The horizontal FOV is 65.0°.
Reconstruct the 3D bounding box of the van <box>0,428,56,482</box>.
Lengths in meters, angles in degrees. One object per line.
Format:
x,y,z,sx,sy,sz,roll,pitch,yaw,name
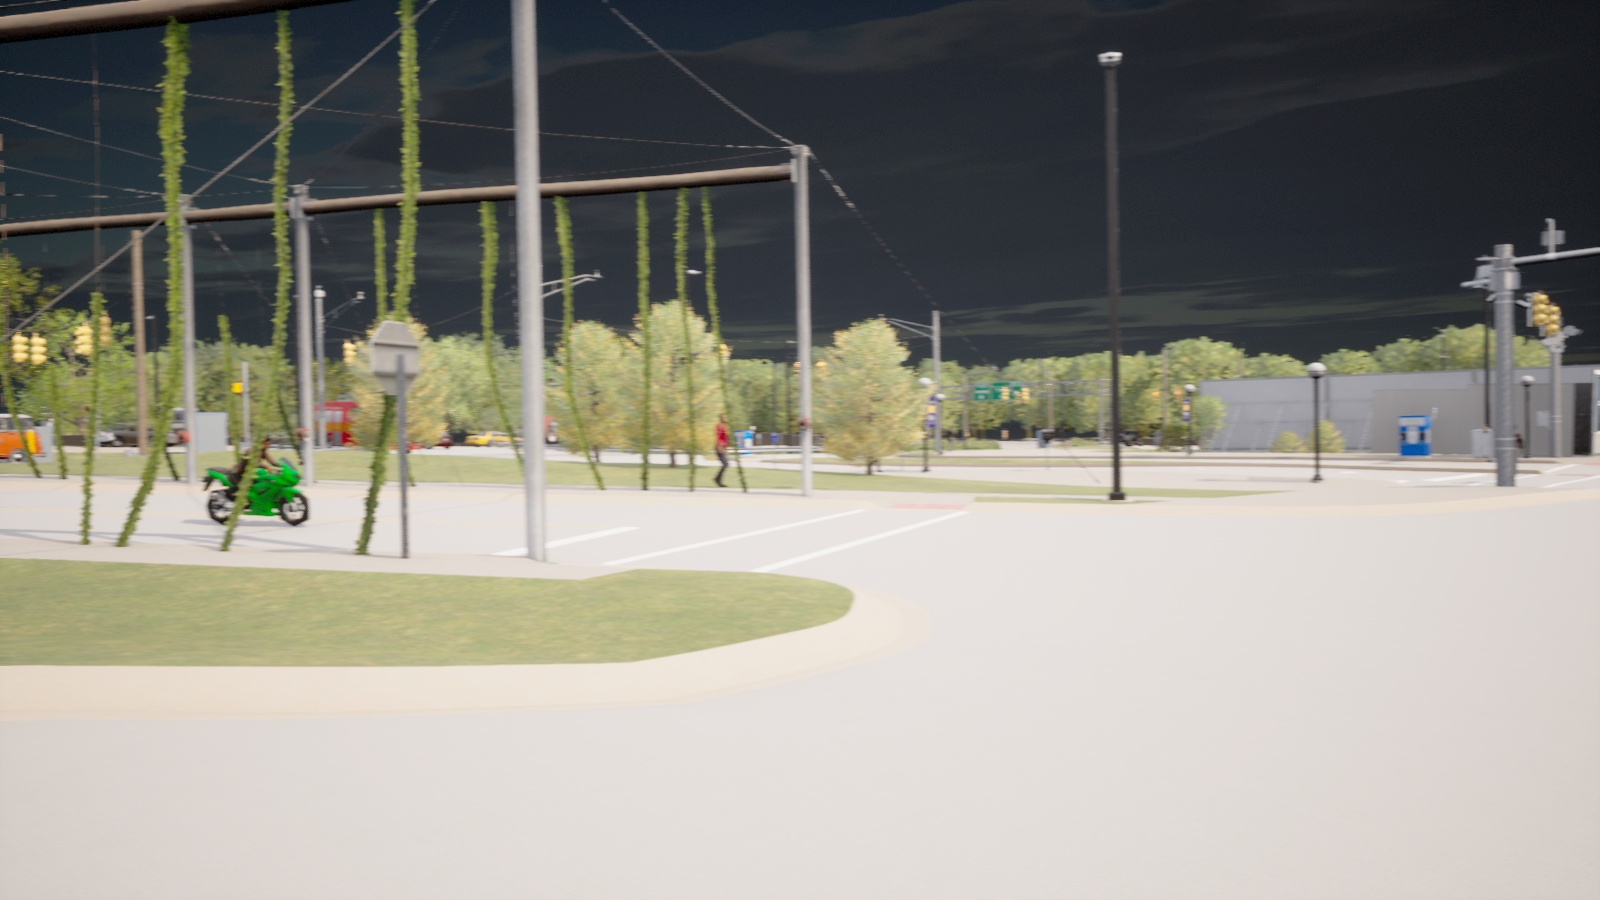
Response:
-30.271,0.190,46.397,1.775,1.987,4.442,-1,0,39,van

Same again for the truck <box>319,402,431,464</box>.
-27.564,-1.131,81.267,8.468,3.827,2.891,1,2,41,truck

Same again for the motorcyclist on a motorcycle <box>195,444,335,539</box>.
-8.911,0.675,20.923,2.044,1.523,0.797,0,2,14,motorcyclist on a motorcycle

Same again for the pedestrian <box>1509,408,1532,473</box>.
21.777,-0.298,37.955,0.402,1.930,0.666,-1,1,42,pedestrian

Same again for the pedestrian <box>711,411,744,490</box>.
-1.715,0.001,29.810,0.636,1.846,0.331,-2,1,15,pedestrian
